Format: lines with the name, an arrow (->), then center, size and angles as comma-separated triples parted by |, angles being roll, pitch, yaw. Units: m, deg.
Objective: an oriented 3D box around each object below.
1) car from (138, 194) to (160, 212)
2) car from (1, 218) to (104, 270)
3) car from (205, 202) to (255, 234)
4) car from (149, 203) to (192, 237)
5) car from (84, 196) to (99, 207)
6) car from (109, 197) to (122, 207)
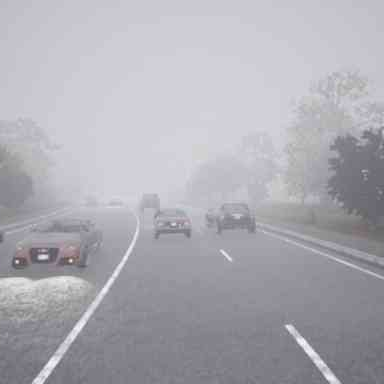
car -> -5.021, 1.210, 39.046 | 2.150, 2.045, 5.566 | 0, 0, -13
car -> -4.193, 1.567, 10.997 | 1.994, 1.385, 4.181 | 0, 0, -5
car -> 2.103, 1.339, 19.471 | 2.097, 1.767, 4.553 | 0, 0, -7
car -> -1.159, 1.540, 17.914 | 2.033, 1.411, 5.357 | 0, 0, -7
car -> -15.181, 1.346, 50.330 | 2.097, 1.767, 4.553 | 0, 0, -14
car -> -12.016, 1.553, 52.086 | 1.994, 1.385, 4.181 | 0, 0, -14
